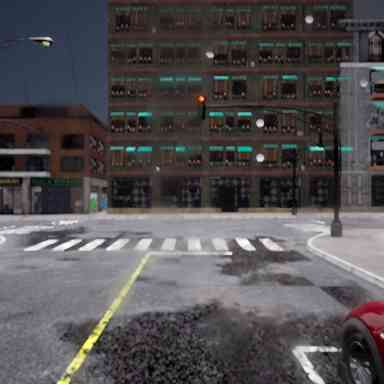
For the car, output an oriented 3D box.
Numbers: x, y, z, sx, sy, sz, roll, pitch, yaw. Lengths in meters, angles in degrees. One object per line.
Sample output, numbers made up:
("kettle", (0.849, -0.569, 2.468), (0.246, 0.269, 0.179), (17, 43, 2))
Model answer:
("car", (2.745, 1.437, 2.375), (1.967, 1.590, 4.097), (1, 0, 0))
